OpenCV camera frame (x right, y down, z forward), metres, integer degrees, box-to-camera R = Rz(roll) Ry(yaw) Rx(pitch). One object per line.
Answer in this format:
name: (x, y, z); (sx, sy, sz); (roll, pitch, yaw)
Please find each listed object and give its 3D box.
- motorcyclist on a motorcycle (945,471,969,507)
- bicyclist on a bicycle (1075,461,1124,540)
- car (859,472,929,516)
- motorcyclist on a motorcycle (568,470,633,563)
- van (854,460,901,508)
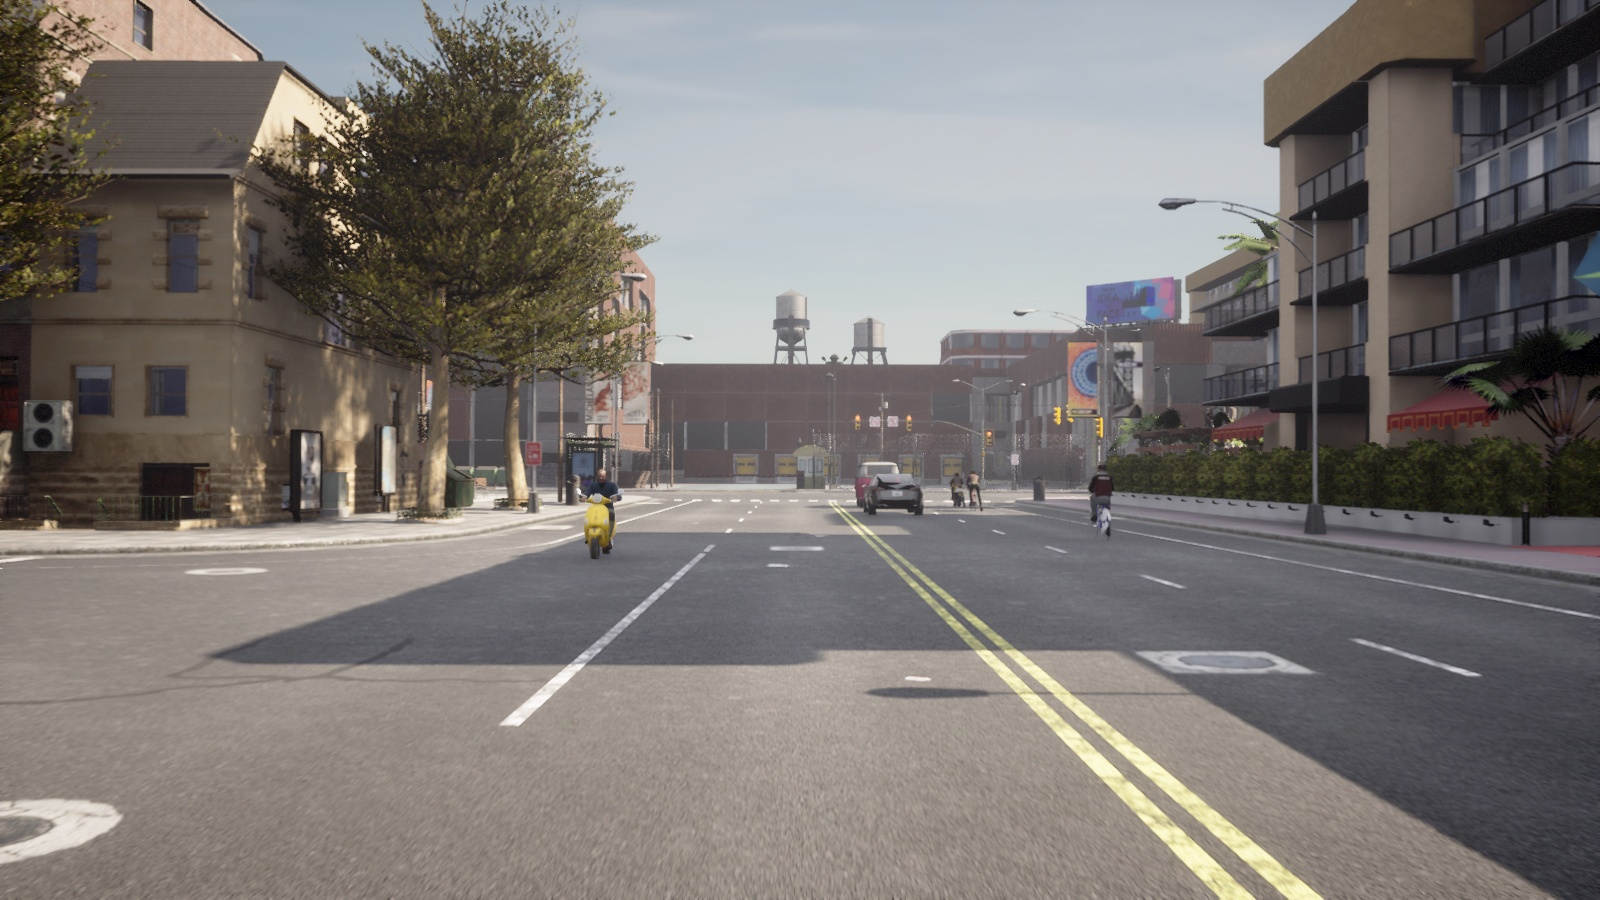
motorcyclist on a motorcycle: (6.868, 1.690, 54.970); (0.797, 1.523, 2.044); (0, -1, 0)
bicyclist on a bicycle: (6.928, 1.145, 29.123); (0.659, 1.776, 1.843); (0, -1, 0)
car: (3.387, 1.572, 46.083); (2.163, 1.488, 4.792); (0, -1, 0)
motorcyclist on a motorcycle: (-3.556, 1.159, 22.521); (0.866, 1.590, 1.817); (0, -1, 0)
van: (3.363, 1.477, 55.114); (1.775, 1.987, 4.442); (0, -1, 0)
